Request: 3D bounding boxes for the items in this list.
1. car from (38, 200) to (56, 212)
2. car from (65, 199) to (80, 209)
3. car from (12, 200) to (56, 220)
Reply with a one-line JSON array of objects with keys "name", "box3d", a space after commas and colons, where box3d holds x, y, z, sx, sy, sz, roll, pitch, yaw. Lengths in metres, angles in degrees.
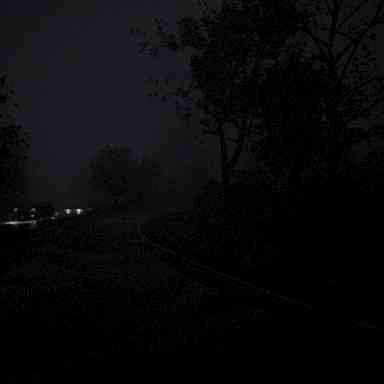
[{"name": "car", "box3d": [-19.643, 1.921, 45.355, 1.837, 1.490, 4.892, 0, -1, -19]}, {"name": "car", "box3d": [-19.228, 1.899, 53.299, 1.882, 1.535, 5.008, 0, 0, -26]}, {"name": "car", "box3d": [-14.444, 1.628, 30.614, 2.097, 1.767, 4.553, 0, -1, 1]}]
